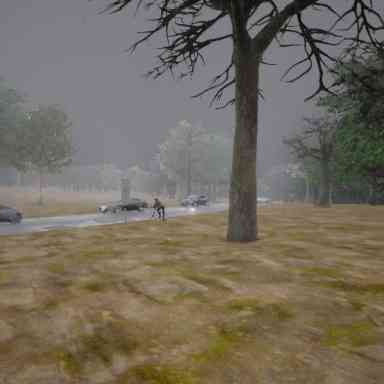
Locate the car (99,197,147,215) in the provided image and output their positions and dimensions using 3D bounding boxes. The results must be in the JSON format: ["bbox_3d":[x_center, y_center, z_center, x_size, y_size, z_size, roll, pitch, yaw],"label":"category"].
[{"bbox_3d":[-6.121,1.182,30.038,2.128,1.511,4.902,1,1,34],"label":"car"}]

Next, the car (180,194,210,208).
[{"bbox_3d":[0.438,1.063,40.195,1.837,1.490,4.892,1,1,31],"label":"car"}]

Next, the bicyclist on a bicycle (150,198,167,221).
[{"bbox_3d":[-2.451,1.288,24.053,1.656,1.620,0.582,0,0,36],"label":"bicyclist on a bicycle"}]

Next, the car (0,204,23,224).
[{"bbox_3d":[-12.922,1.396,20.761,1.994,1.385,4.181,2,2,36],"label":"car"}]

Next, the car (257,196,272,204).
[{"bbox_3d":[12.178,1.284,55.803,1.895,1.301,4.718,1,0,23],"label":"car"}]
